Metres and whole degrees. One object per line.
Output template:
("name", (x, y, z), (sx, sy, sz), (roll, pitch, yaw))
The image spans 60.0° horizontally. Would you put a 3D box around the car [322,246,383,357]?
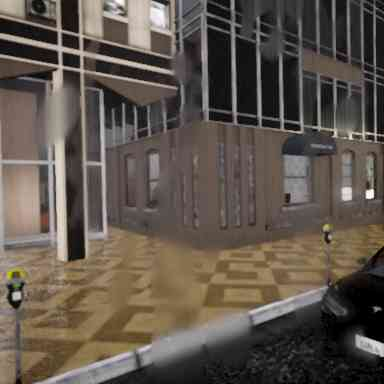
("car", (3.869, 1.395, 5.232), (4.313, 1.339, 1.947), (-2, 1, -36))
